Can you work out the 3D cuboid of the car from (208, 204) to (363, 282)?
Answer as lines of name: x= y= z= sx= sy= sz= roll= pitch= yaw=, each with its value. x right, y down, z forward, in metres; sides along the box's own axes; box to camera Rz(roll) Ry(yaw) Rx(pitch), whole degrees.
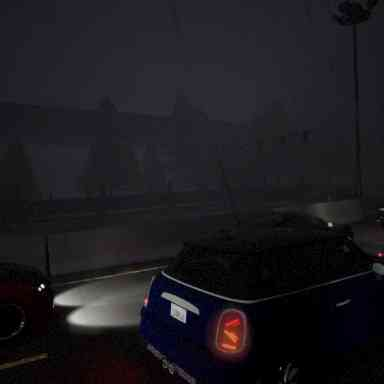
car: x=3.052 y=1.322 z=10.289 sx=5.008 sy=1.535 sz=1.882 roll=-3 pitch=1 yaw=-36

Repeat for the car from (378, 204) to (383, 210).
car: x=10.674 y=0.866 z=15.809 sx=4.902 sy=1.511 sz=2.128 roll=-4 pitch=2 yaw=-36

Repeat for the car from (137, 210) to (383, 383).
car: x=1.575 y=1.313 z=4.902 sx=4.553 sy=1.767 sz=2.097 roll=-1 pitch=1 yaw=-36

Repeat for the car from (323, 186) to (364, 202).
car: x=14.507 y=0.197 z=31.804 sx=4.902 sy=1.511 sz=2.128 roll=-4 pitch=2 yaw=-36

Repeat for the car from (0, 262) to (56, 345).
car: x=-4.320 y=1.565 z=4.971 sx=4.181 sy=1.385 sz=1.994 roll=0 pitch=0 yaw=-35
